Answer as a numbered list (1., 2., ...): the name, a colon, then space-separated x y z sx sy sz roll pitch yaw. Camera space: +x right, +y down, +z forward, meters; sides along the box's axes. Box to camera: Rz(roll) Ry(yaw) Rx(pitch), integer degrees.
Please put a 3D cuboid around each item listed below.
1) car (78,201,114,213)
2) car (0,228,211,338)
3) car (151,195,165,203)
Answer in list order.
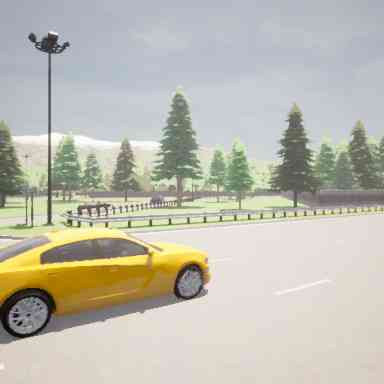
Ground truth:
1. car: -10.296 1.601 36.190 1.895 1.301 4.718 0 0 14
2. car: -1.887 1.477 6.697 5.008 1.535 1.882 0 0 -35
3. car: -6.350 1.351 62.671 2.097 1.767 4.553 0 0 5
